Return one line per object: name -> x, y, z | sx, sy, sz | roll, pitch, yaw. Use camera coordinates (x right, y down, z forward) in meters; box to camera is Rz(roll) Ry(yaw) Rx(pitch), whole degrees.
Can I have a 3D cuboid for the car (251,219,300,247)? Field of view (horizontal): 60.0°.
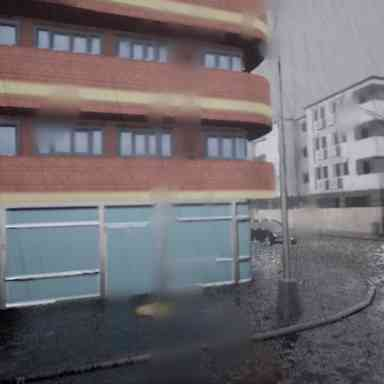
car -> 4.714, 2.477, 20.741 | 1.837, 1.490, 4.892 | -1, -3, -19
